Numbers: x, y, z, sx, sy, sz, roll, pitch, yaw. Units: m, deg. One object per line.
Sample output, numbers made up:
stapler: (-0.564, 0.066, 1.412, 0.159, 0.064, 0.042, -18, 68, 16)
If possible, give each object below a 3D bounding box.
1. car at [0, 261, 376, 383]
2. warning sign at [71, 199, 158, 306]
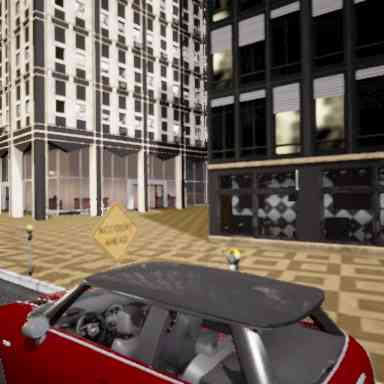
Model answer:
car: (-0.505, 1.437, 3.291, 4.097, 1.590, 1.967, 0, -1, 36)
warning sign: (-1.554, 1.106, 6.795, 1.060, 1.860, 1.300, -1, 0, 37)
